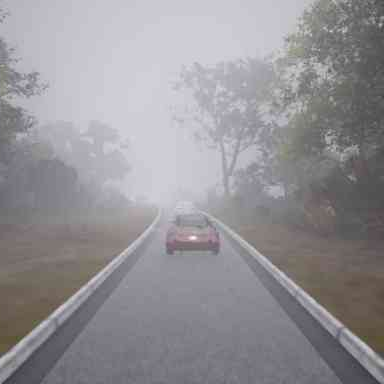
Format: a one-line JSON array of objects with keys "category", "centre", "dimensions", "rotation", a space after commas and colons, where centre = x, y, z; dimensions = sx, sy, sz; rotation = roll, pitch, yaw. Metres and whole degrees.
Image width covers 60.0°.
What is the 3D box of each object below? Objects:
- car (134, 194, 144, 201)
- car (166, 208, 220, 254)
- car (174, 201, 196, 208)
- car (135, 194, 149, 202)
[{"category": "car", "centre": [-13.312, 1.323, 83.653], "dimensions": [1.882, 1.535, 5.008], "rotation": [0, 0, -16]}, {"category": "car", "centre": [0.007, 1.565, 13.562], "dimensions": [1.994, 1.385, 4.181], "rotation": [0, 0, -1]}, {"category": "car", "centre": [-0.632, 1.526, 29.432], "dimensions": [1.812, 1.442, 4.674], "rotation": [0, 0, -4]}, {"category": "car", "centre": [-10.975, 1.219, 74.545], "dimensions": [2.097, 1.767, 4.553], "rotation": [0, 0, -14]}]
